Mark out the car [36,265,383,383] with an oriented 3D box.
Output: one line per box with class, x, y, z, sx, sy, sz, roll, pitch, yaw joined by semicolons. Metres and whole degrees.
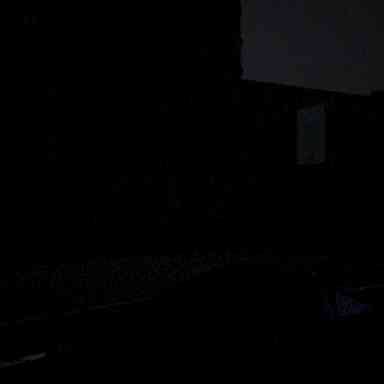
car;0.584;1.580;3.593;4.181;1.385;1.994;0;0;-30
